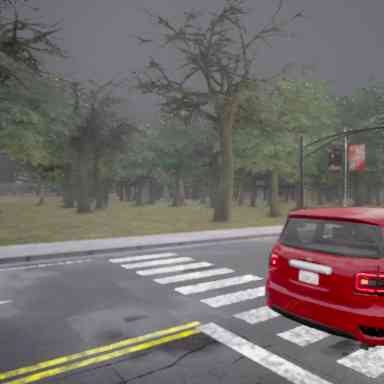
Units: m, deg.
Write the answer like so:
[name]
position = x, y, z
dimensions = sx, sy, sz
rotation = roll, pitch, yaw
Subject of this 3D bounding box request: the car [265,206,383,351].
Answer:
[car]
position = 3.790, 1.289, 6.141
dimensions = 5.566, 2.045, 2.150
rotation = 1, 0, -36
